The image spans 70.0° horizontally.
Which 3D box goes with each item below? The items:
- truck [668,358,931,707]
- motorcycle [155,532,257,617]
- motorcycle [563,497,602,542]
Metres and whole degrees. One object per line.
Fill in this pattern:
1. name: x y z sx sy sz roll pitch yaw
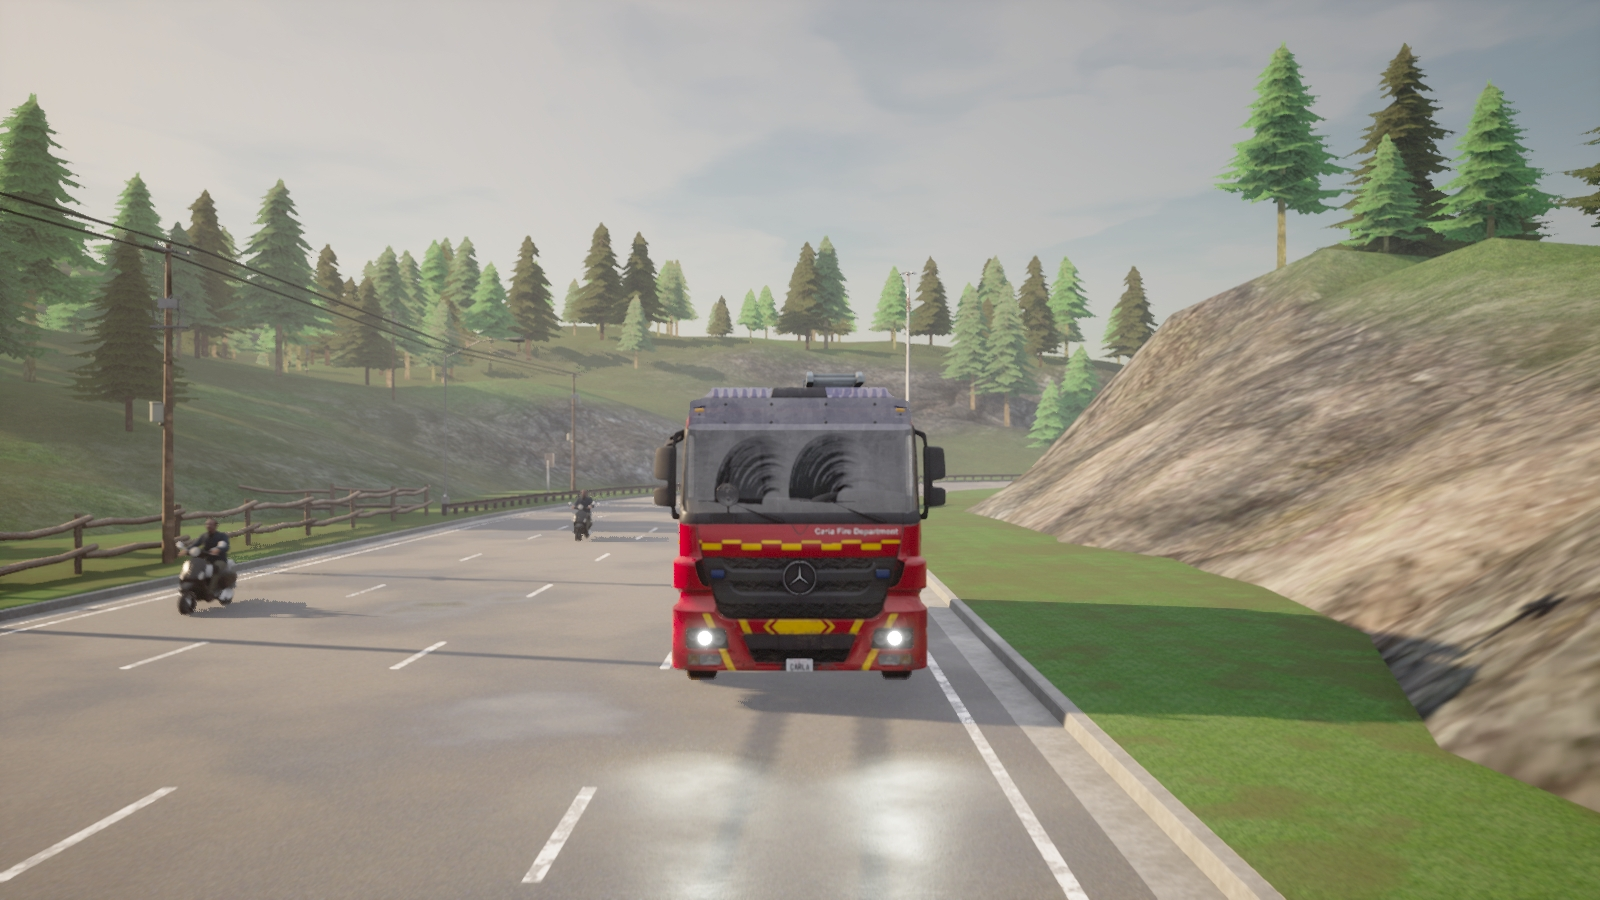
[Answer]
1. truck: -0.007 0.919 16.766 2.891 3.827 8.468 0 0 0
2. motorcycle: -10.491 2.175 20.258 0.856 1.316 1.805 0 0 0
3. motorcycle: -6.881 2.199 36.265 0.856 1.316 1.805 0 0 1
